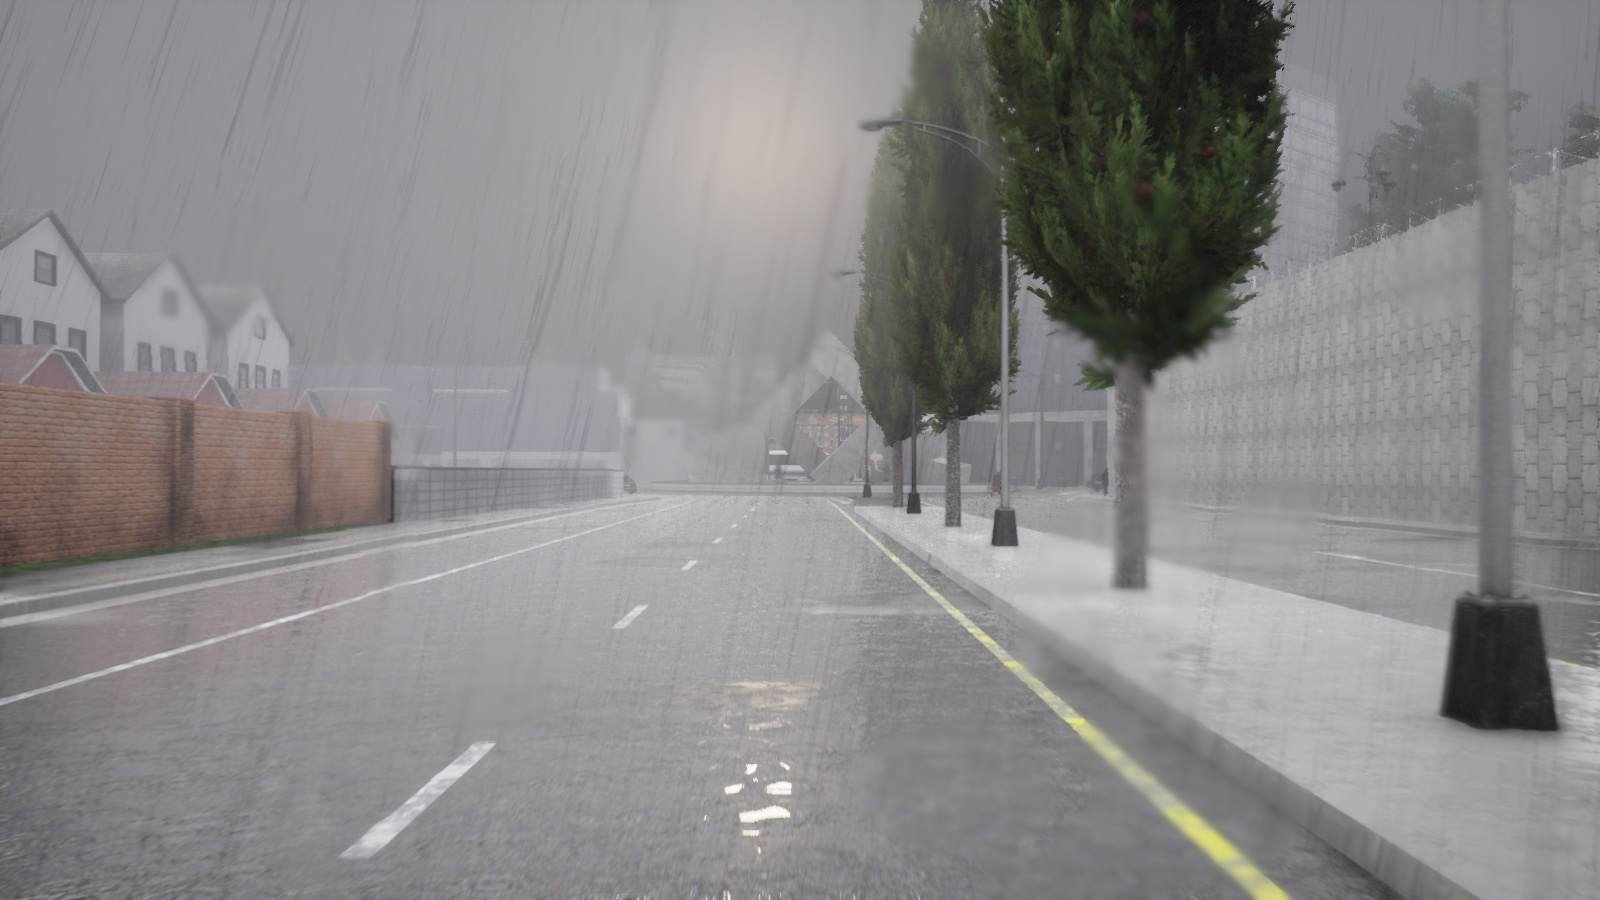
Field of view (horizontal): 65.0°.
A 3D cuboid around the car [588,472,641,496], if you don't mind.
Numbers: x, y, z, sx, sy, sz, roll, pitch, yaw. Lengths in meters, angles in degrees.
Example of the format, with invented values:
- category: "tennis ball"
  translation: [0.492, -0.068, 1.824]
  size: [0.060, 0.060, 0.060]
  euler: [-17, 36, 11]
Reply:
- category: "car"
  translation: [-12.193, 2.221, 82.396]
  size: [1.789, 1.549, 3.705]
  euler: [0, -1, -40]
